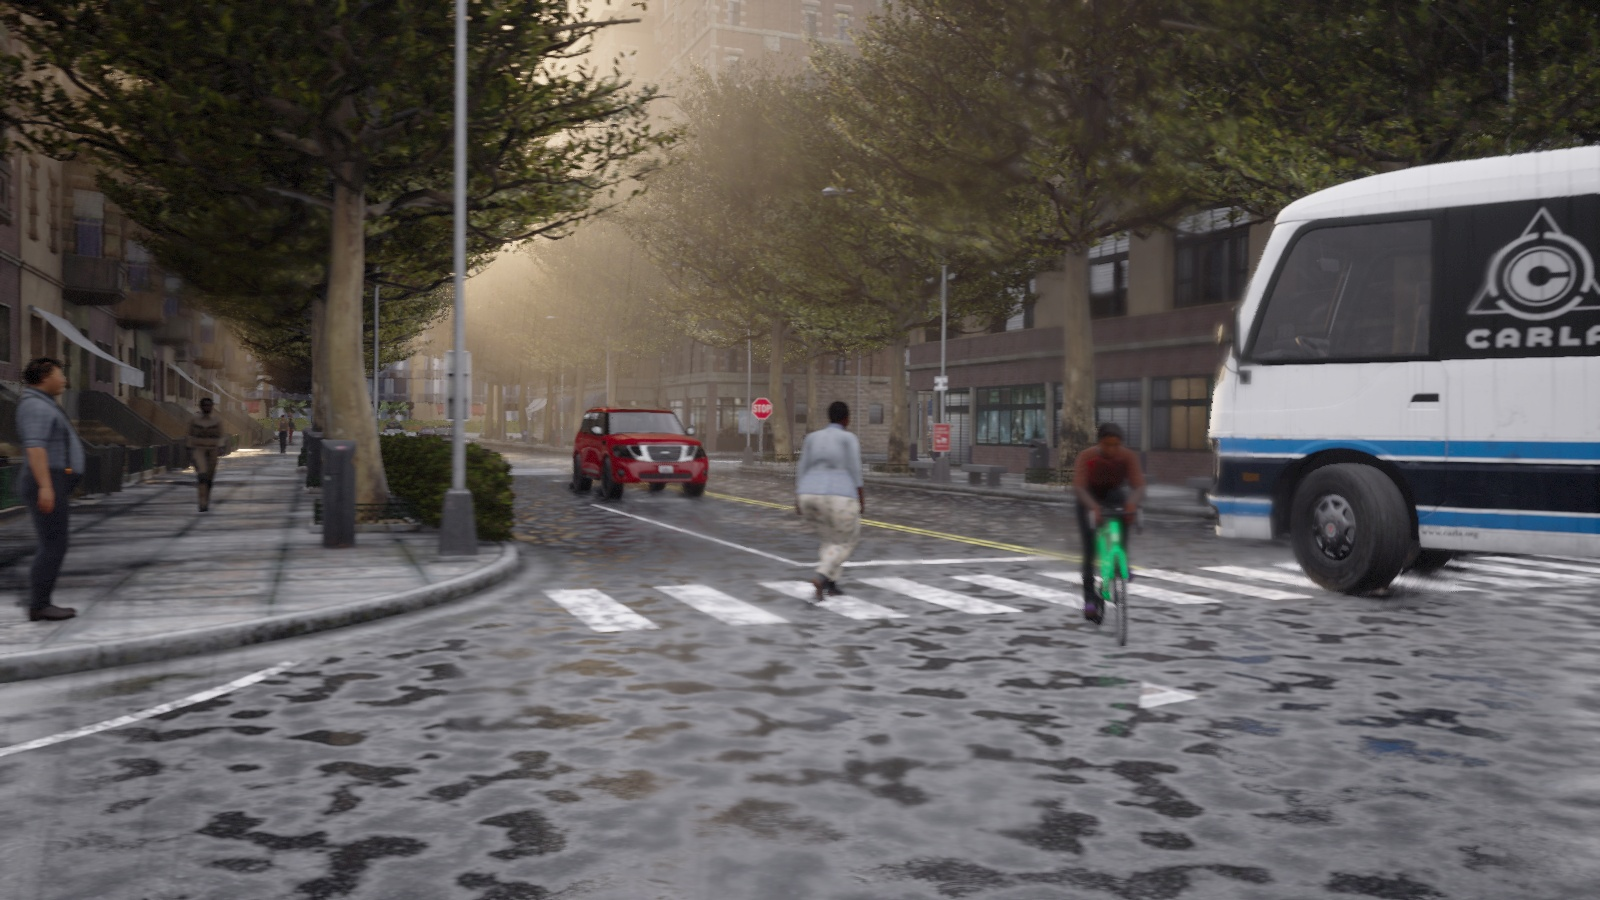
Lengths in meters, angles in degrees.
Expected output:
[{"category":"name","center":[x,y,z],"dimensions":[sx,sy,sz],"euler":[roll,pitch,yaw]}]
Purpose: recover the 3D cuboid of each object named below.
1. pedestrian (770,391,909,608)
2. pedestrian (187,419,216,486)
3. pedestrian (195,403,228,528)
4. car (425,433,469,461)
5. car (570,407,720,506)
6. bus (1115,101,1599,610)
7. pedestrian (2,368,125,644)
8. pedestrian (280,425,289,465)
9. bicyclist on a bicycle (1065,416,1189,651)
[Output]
[{"category":"pedestrian","center":[0.363,0.415,11.394],"dimensions":[0.874,1.855,0.900],"euler":[0,1,41]},{"category":"pedestrian","center":[-16.630,0.067,34.901],"dimensions":[0.634,1.844,0.899],"euler":[-1,1,-21]},{"category":"pedestrian","center":[-9.237,0.234,19.691],"dimensions":[0.396,1.930,0.692],"euler":[-1,1,-28]},{"category":"car","center":[-20.207,-0.204,71.773],"dimensions":[2.007,1.525,4.514],"euler":[-1,1,-21]},{"category":"car","center":[-3.721,0.084,29.073],"dimensions":[2.150,2.045,5.566],"euler":[-1,1,-21]},{"category":"bus","center":[8.583,-0.859,11.528],"dimensions":[10.273,4.253,3.944],"euler":[0,2,39]},{"category":"pedestrian","center":[-5.157,0.367,8.814],"dimensions":[0.694,1.848,0.540],"euler":[-1,1,-30]},{"category":"pedestrian","center":[-24.263,-0.245,59.119],"dimensions":[0.345,1.836,0.594],"euler":[-1,1,-21]},{"category":"bicyclist on a bicycle","center":[2.453,0.569,9.568],"dimensions":[0.582,1.620,1.656],"euler":[-2,1,4]}]
